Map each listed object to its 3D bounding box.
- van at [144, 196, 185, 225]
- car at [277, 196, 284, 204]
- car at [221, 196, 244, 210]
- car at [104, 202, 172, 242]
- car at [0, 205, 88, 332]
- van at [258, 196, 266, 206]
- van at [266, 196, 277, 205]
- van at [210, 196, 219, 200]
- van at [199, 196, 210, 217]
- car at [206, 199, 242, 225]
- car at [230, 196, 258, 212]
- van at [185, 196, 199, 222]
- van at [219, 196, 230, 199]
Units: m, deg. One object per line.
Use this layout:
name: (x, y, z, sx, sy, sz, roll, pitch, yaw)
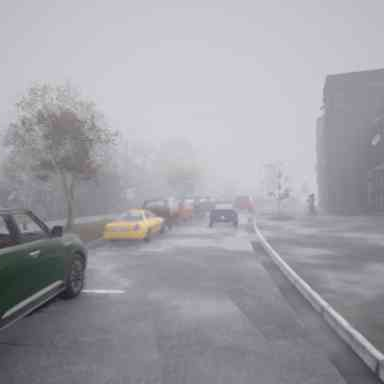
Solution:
van: (-1.931, 1.343, 22.052, 1.878, 1.987, 4.442, -2, 0, 6)
car: (20.983, 2.334, 84.342, 2.163, 1.488, 4.792, -2, 0, 26)
car: (6.697, 1.693, 54.307, 2.435, 2.045, 5.566, -2, 0, 19)
car: (-2.650, 1.528, 16.580, 1.946, 1.575, 5.366, -2, 0, 8)
car: (-3.551, 1.234, 5.278, 2.435, 2.045, 5.566, -3, 0, 2)
van: (13.485, 1.915, 69.688, 1.878, 1.987, 4.442, -2, 0, 25)
van: (17.962, 2.016, 78.575, 1.878, 1.987, 4.442, -2, 0, 25)
van: (1.496, 1.502, 38.457, 1.878, 1.987, 4.442, -2, 0, 13)
van: (0.173, 1.441, 33.036, 1.878, 1.987, 4.442, -2, 0, 12)
car: (2.465, 1.569, 24.687, 1.882, 1.535, 5.008, 0, 0, 10)
car: (6.716, 1.490, 42.524, 2.150, 2.045, 5.566, -1, -1, 17)
van: (-0.973, 1.388, 27.564, 1.878, 1.987, 4.442, -2, 0, 11)
van: (4.792, 1.644, 49.145, 1.878, 1.987, 4.442, -2, 0, 18)
